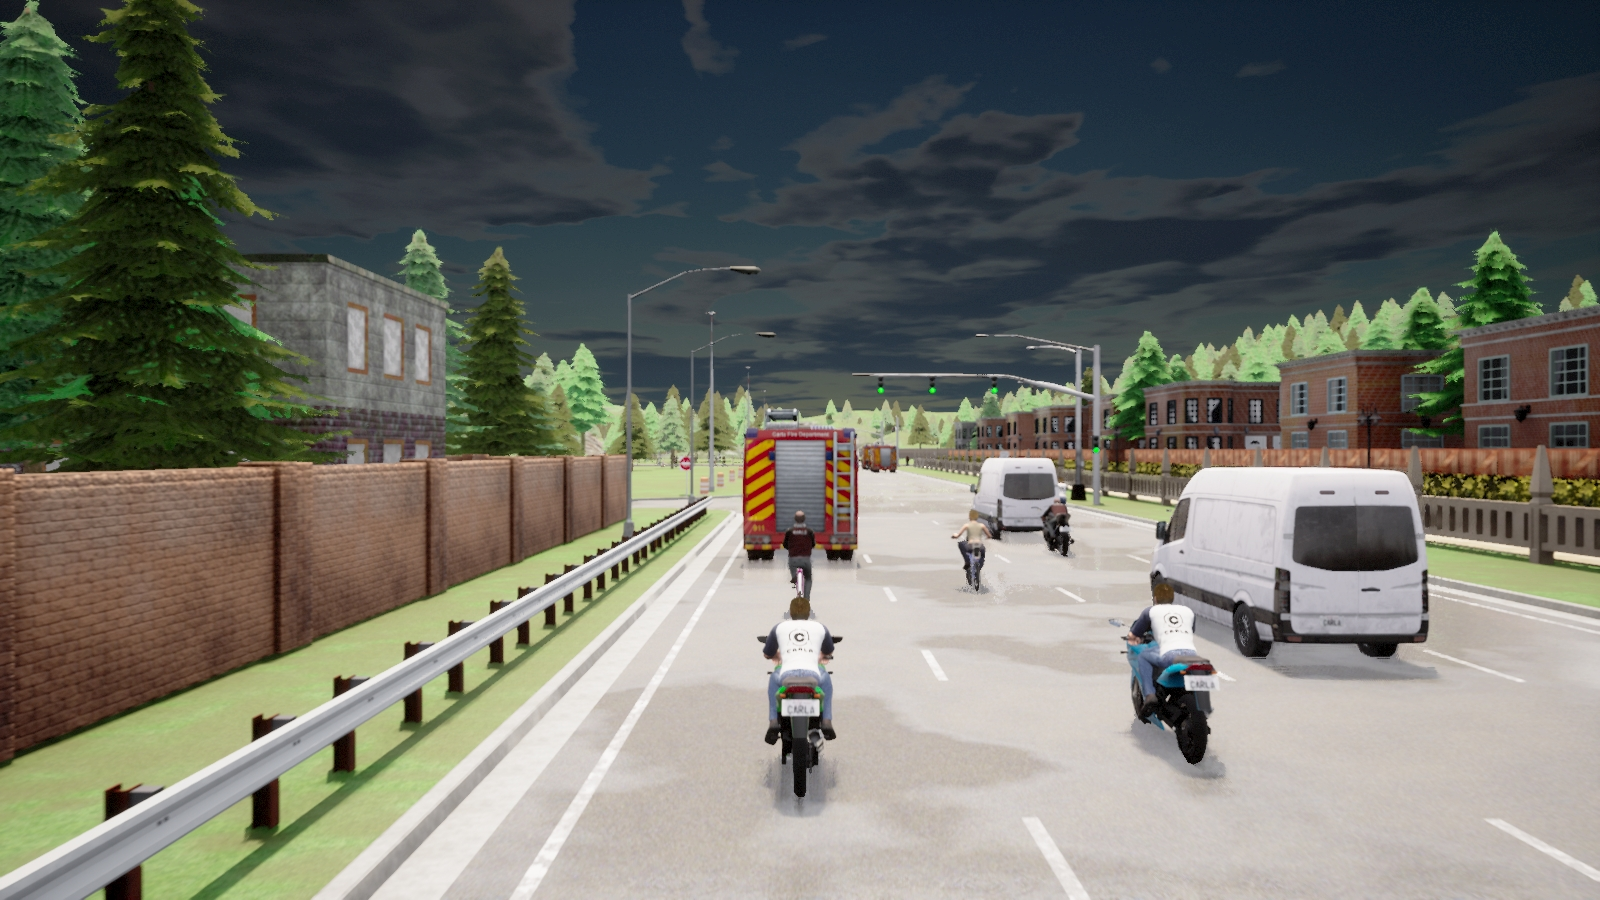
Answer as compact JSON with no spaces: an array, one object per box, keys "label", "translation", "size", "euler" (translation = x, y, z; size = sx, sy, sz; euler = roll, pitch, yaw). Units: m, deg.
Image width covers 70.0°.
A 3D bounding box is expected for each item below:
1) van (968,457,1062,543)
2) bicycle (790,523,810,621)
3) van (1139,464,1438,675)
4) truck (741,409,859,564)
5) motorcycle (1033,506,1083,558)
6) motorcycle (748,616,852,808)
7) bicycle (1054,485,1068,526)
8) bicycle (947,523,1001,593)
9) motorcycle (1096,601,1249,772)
[{"label":"van","translation":[6.994,1.541,37.764],"size":[1.988,2.561,5.915],"euler":[0,0,0]},{"label":"bicycle","translation":[-0.008,2.064,19.686],"size":[0.329,1.471,1.835],"euler":[0,0,0]},{"label":"van","translation":[6.995,1.538,17.266],"size":[1.988,2.561,5.915],"euler":[0,0,0]},{"label":"truck","translation":[-0.006,0.896,32.328],"size":[2.891,3.827,8.468],"euler":[0,0,0]},{"label":"motorcycle","translation":[6.999,2.210,31.093],"size":[0.867,1.251,2.209],"euler":[0,0,0]},{"label":"motorcycle","translation":[0.000,2.187,9.903],"size":[0.803,1.199,2.033],"euler":[0,0,0]},{"label":"bicycle","translation":[9.803,2.063,42.922],"size":[0.373,1.496,1.643],"euler":[0,0,8]},{"label":"bicycle","translation":[3.499,2.162,23.113],"size":[0.859,1.277,1.487],"euler":[0,0,0]},{"label":"motorcycle","translation":[3.499,2.189,10.941],"size":[0.803,1.199,2.033],"euler":[0,1,0]}]
